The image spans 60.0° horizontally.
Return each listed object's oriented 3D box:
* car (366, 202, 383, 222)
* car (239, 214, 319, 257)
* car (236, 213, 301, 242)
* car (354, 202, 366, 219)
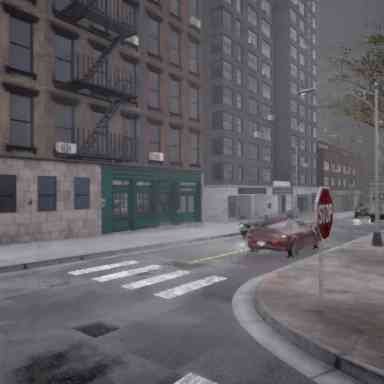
[{"bbox_3d":[20.275,2.115,34.783,2.150,2.045,5.566,0,-1,38],"label":"car"},{"bbox_3d":[4.035,1.809,14.263,1.812,1.442,4.674,0,-2,38],"label":"car"},{"bbox_3d":[4.672,2.006,19.819,1.895,1.301,4.718,0,-2,38],"label":"car"},{"bbox_3d":[21.937,2.267,41.507,2.150,2.045,5.566,0,-2,39],"label":"car"}]
